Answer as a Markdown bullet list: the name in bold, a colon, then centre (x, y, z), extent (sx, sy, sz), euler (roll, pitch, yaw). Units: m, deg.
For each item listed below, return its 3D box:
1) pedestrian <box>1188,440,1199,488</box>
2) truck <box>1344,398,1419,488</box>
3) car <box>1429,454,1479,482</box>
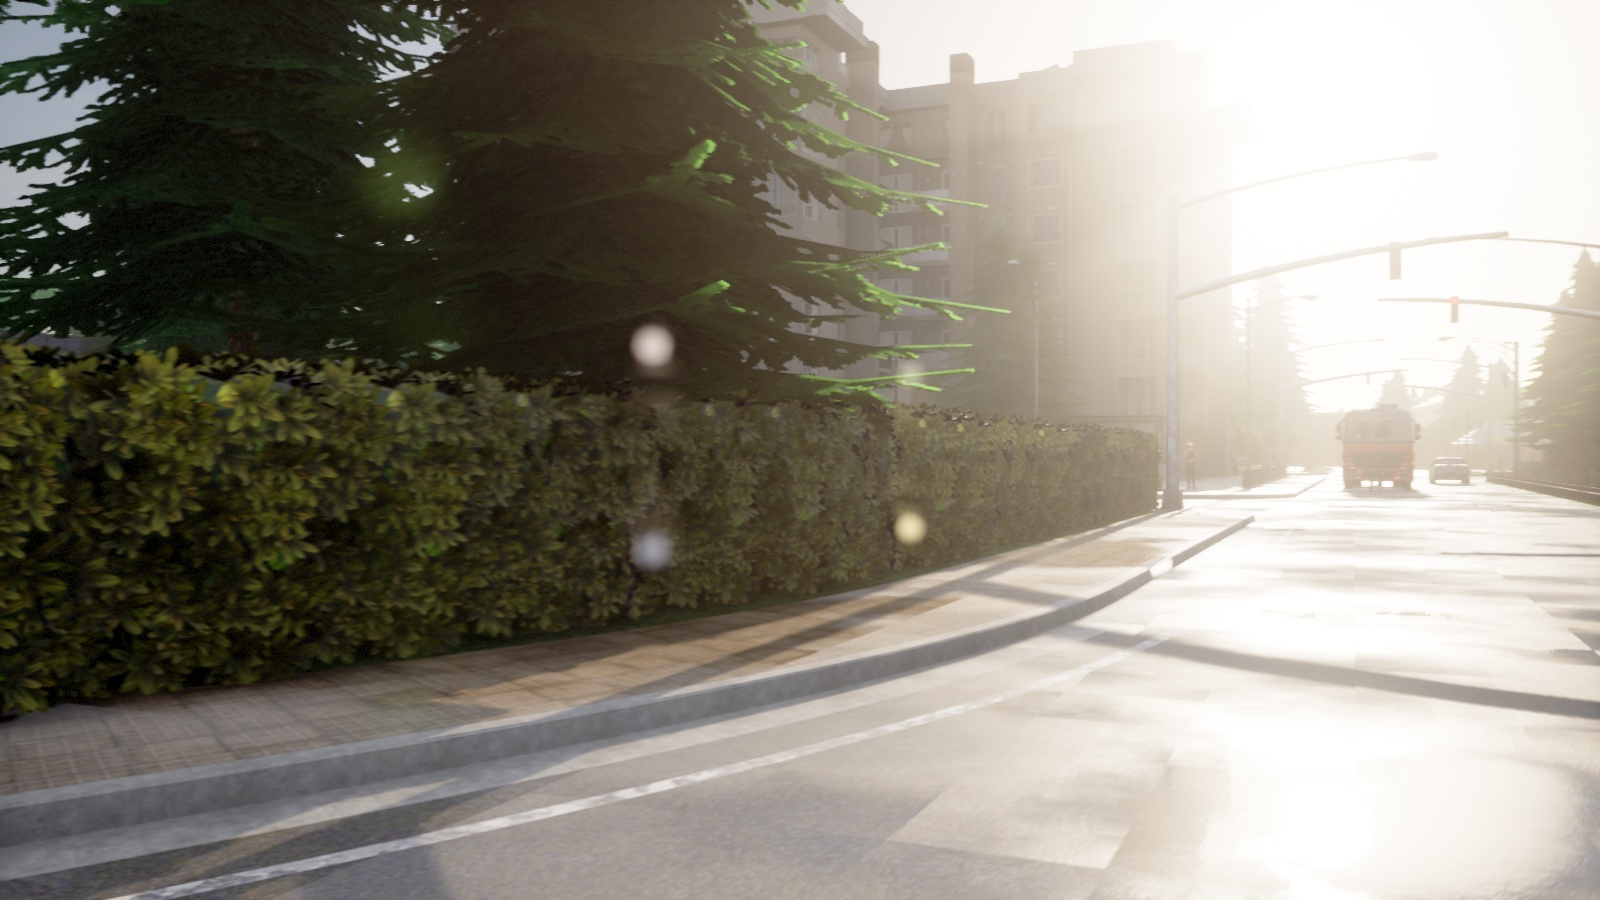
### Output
- **pedestrian**: centre (15.147, 0.526, 48.349), extent (0.345, 1.836, 0.594), euler (0, 0, 10)
- **truck**: centre (26.652, -0.285, 57.640), extent (2.891, 3.827, 8.468), euler (0, 0, 25)
- **car**: centre (34.391, 0.935, 66.153), extent (2.033, 1.411, 5.357), euler (0, 0, 25)
